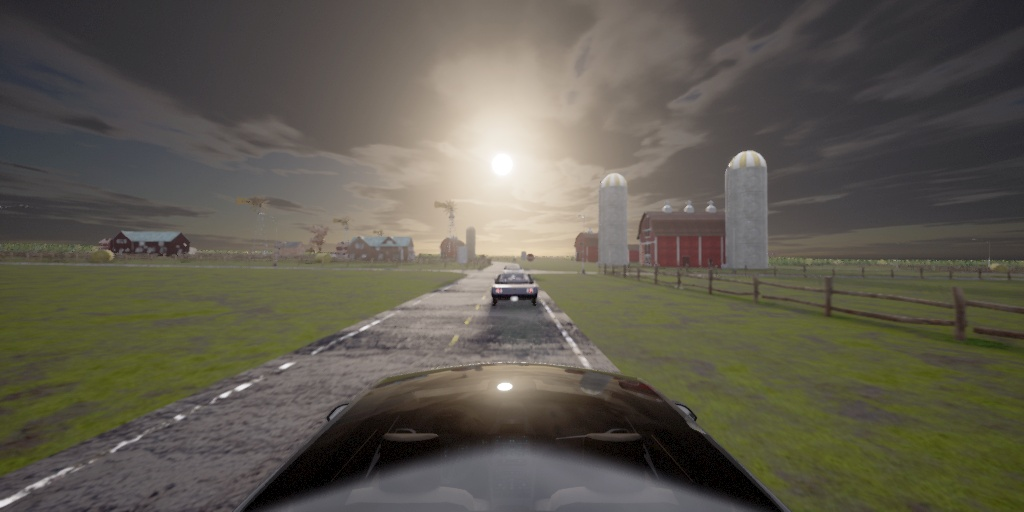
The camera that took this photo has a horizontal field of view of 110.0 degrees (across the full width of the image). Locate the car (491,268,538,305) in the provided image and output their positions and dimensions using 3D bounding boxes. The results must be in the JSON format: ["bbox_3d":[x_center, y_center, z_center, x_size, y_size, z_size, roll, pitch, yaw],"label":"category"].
[{"bbox_3d":[0.098,1.383,16.173,1.895,1.301,4.718,0,0,0],"label":"car"}]

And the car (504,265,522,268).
[{"bbox_3d":[0.097,1.420,31.440,1.895,1.301,4.718,0,0,0],"label":"car"}]
